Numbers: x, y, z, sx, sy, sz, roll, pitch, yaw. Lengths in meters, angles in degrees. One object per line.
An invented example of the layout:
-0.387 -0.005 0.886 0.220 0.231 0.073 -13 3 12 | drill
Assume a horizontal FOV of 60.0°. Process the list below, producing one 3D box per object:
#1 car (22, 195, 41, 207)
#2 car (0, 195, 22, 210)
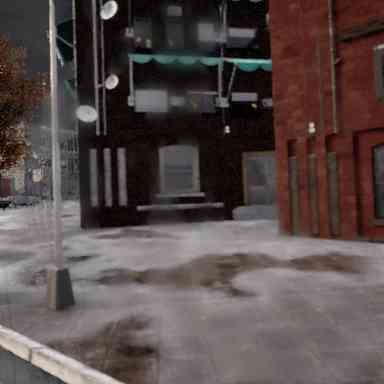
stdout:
-20.021 1.086 37.835 2.033 1.411 5.357 -3 1 31 | car
-18.979 1.075 31.402 1.882 1.535 5.008 -3 1 15 | car
